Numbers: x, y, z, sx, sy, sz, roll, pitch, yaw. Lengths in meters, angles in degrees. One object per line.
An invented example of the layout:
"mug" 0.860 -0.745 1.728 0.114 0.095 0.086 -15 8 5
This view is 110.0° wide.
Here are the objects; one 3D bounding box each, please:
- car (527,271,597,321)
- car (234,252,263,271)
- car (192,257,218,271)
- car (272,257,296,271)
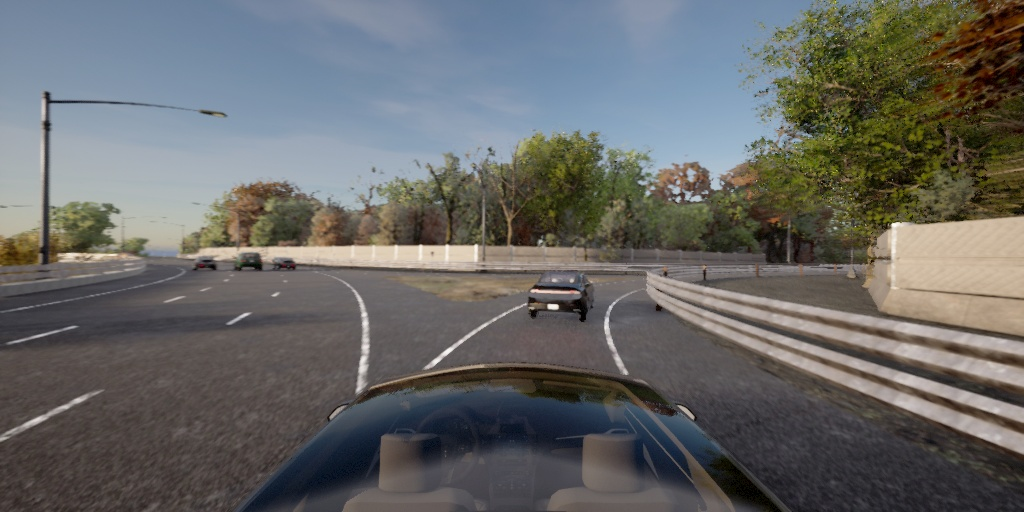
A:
"car" 1.883 1.267 12.706 2.128 1.511 4.902 0 0 17
"car" -29.172 0.595 39.738 2.150 2.045 5.566 1 0 -42
"car" -33.672 0.820 39.354 1.837 1.490 4.892 1 0 -44
"car" -26.932 0.908 42.395 1.837 1.490 4.892 1 0 -42
